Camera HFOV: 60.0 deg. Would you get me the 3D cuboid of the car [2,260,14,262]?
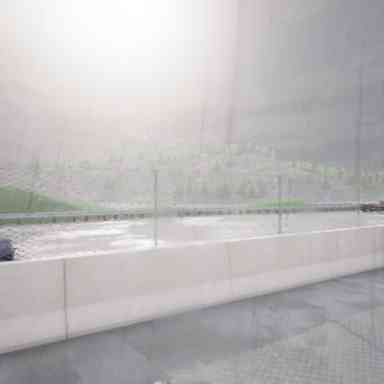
[{"bbox_3d":[-6.746,1.502,7.686,4.674,1.442,1.812,0,0,-35],"label":"car"}]
